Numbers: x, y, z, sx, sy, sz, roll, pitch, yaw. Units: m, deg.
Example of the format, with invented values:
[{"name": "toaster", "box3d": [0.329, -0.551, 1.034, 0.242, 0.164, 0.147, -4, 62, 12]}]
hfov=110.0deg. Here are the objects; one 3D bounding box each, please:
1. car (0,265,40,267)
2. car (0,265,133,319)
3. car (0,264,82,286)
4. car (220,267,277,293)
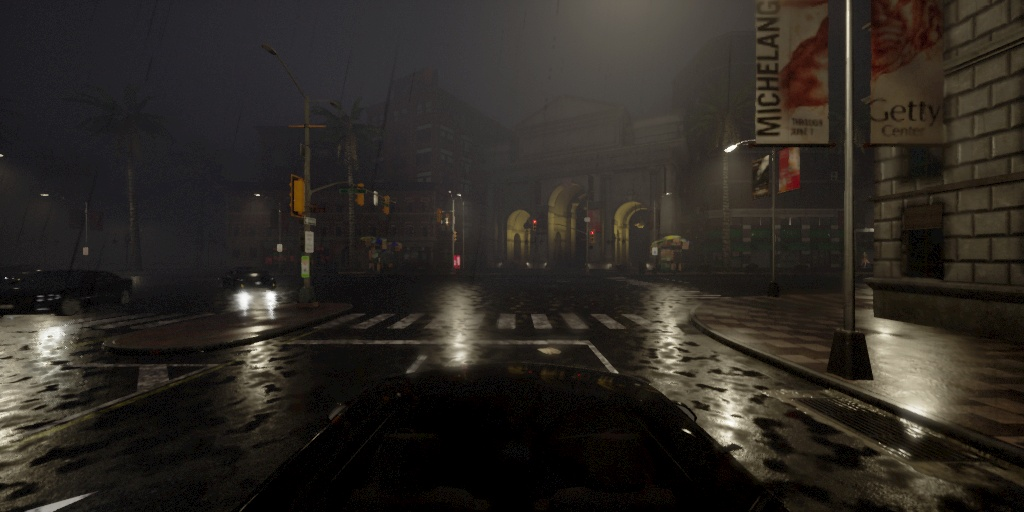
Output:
[{"name": "car", "box3d": [-31.296, 1.255, 21.601, 4.892, 1.490, 1.837, 0, 0, 1]}, {"name": "car", "box3d": [-15.989, 1.228, 12.901, 1.882, 1.535, 5.008, 1, 0, -24]}, {"name": "car", "box3d": [-33.442, 1.313, 25.153, 4.181, 1.385, 1.994, 0, 0, 0]}, {"name": "car", "box3d": [-15.417, 1.314, 20.960, 4.181, 1.385, 1.994, 0, 0, 40]}]
